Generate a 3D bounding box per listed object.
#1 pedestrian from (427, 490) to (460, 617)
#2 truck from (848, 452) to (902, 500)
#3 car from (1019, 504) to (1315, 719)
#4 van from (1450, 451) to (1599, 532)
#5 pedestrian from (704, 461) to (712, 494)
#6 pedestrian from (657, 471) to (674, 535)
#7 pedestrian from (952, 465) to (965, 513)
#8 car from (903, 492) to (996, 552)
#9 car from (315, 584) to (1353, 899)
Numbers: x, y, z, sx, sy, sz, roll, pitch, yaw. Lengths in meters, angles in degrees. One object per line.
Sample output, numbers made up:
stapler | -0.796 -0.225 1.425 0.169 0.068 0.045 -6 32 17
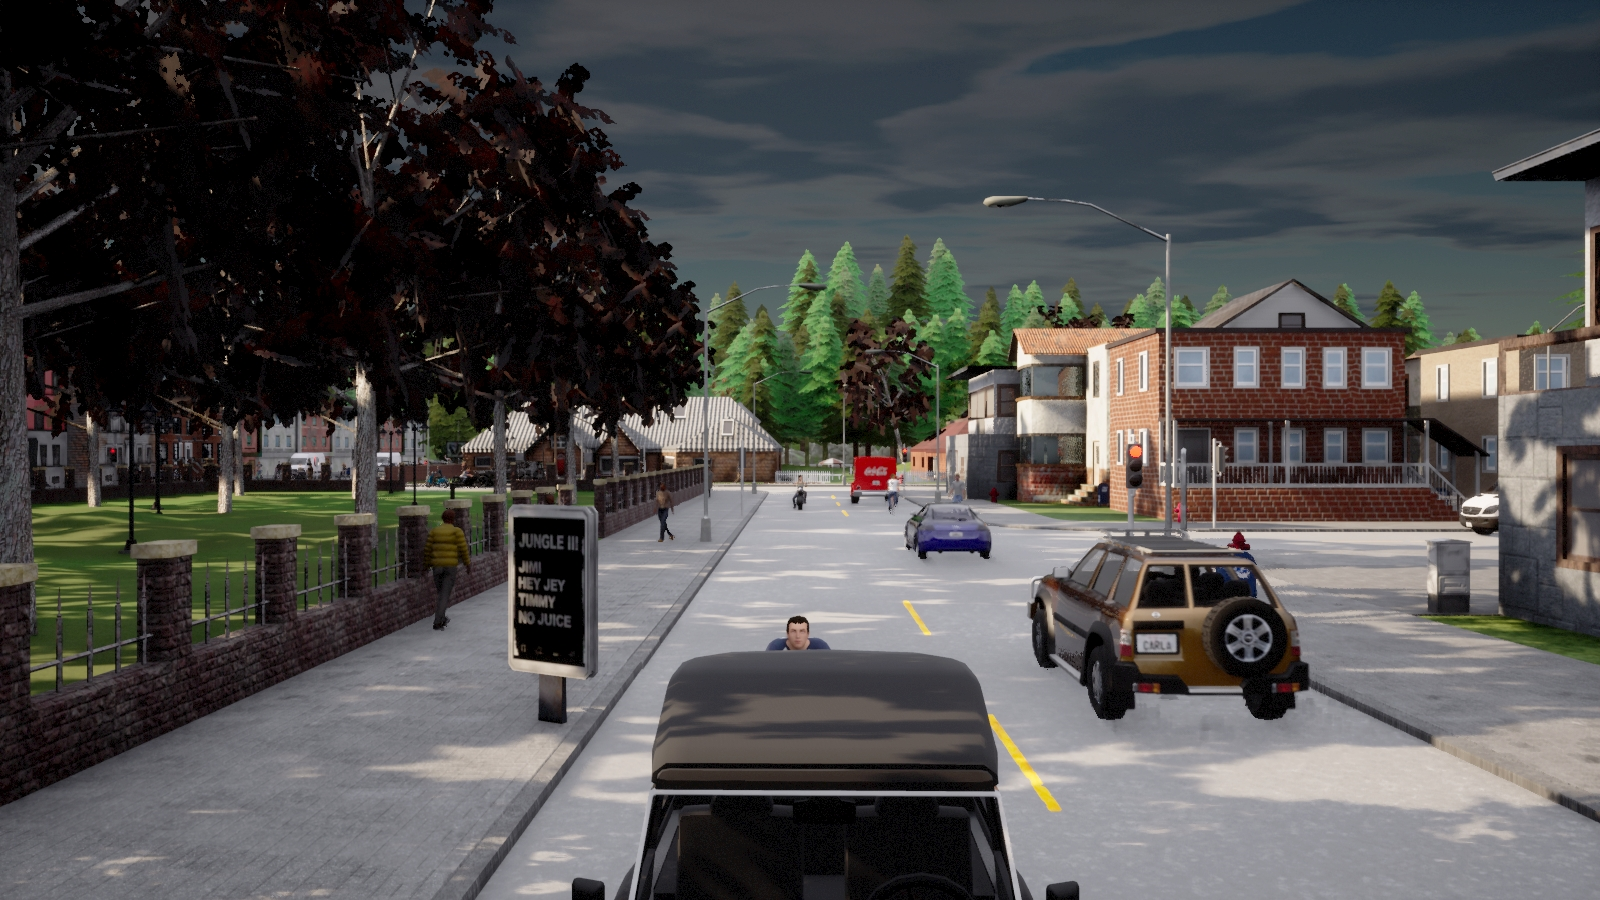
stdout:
pedestrian | -5.317 1.532 17.045 0.375 1.860 0.375 0 0 2
truck | 3.969 1.372 61.570 2.627 2.467 5.204 0 0 1
car | 3.946 1.649 13.220 1.932 1.855 4.605 0 0 0
van | 24.712 1.329 37.232 5.915 2.561 1.988 0 0 0
pedestrian | -5.156 1.551 64.081 0.375 1.860 0.375 0 0 7
pedestrian | -3.932 1.539 33.405 0.375 1.860 0.375 0 0 19
pedestrian | 6.231 1.534 44.926 0.375 1.860 0.375 0 0 33
car | 4.002 1.912 31.290 1.994 1.385 4.181 0 0 0
car | 0.090 1.640 4.031 1.905 1.878 3.866 0 0 1
